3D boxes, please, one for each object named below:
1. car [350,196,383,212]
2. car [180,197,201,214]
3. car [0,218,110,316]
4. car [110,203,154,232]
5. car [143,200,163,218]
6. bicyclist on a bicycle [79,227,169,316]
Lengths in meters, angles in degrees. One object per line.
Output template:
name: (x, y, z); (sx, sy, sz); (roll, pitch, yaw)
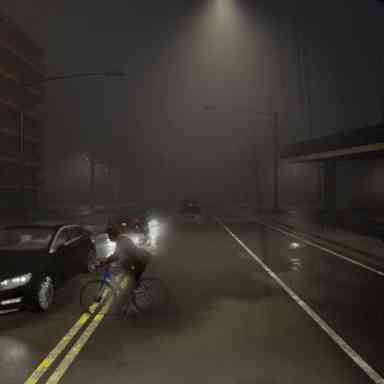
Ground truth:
car: (20.051, 1.295, 36.677); (4.611, 1.667, 2.242); (0, 0, 1)
car: (-0.132, 1.352, 35.091); (2.097, 1.767, 4.553); (0, 0, 0)
car: (-3.642, 1.492, 7.725); (2.128, 1.511, 4.902); (0, 0, 0)
car: (-3.662, 1.563, 19.846); (1.994, 1.385, 4.181); (0, 0, 0)
car: (-3.728, 1.491, 30.347); (2.128, 1.511, 4.902); (0, 0, 0)
bicyclist on a bicycle: (-1.255, 1.455, 6.064); (1.656, 1.620, 0.582); (-2, 0, 0)
